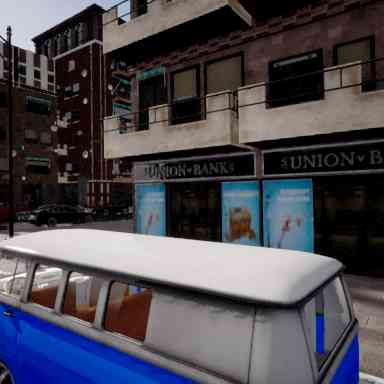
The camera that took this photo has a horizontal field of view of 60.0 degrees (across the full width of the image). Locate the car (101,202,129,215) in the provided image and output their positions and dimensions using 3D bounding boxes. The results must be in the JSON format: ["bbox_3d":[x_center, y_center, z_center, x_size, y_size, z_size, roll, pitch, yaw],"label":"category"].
[{"bbox_3d":[-8.837,1.798,36.421,1.947,1.339,4.313,-2,-1,36],"label":"car"}]

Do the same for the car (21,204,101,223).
[{"bbox_3d":[-8.708,1.583,22.369,1.947,1.339,4.313,-2,-1,36],"label":"car"}]

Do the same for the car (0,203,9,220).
[{"bbox_3d":[-15.479,1.609,27.310,1.967,1.590,4.097,-2,-1,36],"label":"car"}]

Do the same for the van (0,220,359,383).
[{"bbox_3d":[-0.534,1.342,3.231,3.998,1.788,1.690,0,-1,35],"label":"van"}]

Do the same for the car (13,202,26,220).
[{"bbox_3d":[-11.817,1.684,27.923,2.033,1.411,5.357,-1,-1,36],"label":"car"}]
